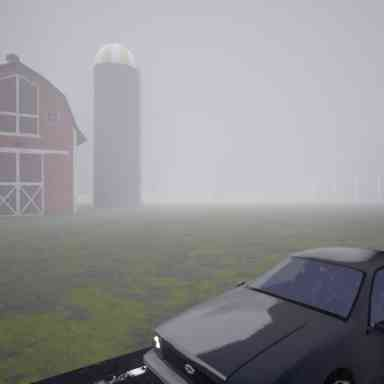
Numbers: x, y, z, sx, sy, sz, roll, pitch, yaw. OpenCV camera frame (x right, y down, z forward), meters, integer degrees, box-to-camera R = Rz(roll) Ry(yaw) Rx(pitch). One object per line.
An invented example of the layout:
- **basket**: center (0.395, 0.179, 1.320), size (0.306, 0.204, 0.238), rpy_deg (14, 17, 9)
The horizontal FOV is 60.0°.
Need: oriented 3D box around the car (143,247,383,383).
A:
- **car**: center (2.081, 1.538, 4.555), size (5.357, 1.411, 2.033), rpy_deg (0, 0, -35)
